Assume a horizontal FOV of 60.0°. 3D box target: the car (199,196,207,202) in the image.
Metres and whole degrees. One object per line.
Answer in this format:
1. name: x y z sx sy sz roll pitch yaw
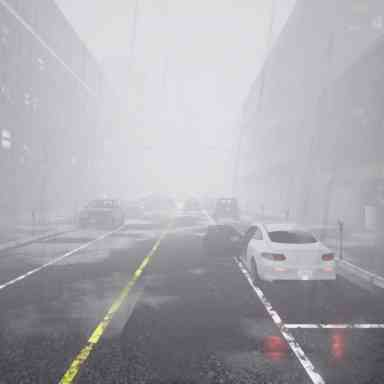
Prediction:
1. car: 2.690 1.744 84.174 1.802 1.307 4.206 0 0 0

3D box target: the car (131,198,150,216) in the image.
1. car: -5.686 1.582 32.966 2.008 1.369 4.403 0 0 0

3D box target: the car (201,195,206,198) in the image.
1. car: 2.692 1.656 55.724 1.802 1.307 4.206 0 0 0

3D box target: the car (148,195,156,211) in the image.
1. car: -5.686 1.480 38.656 1.967 1.590 4.097 0 0 0

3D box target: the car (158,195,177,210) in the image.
1. car: -3.101 1.556 44.941 1.837 1.490 4.892 0 0 0

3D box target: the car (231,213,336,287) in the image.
1. car: 2.352 1.529 9.224 1.812 1.442 4.674 0 0 0

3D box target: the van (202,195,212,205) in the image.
1. van: 2.693 1.430 61.413 1.690 1.788 3.998 0 0 0

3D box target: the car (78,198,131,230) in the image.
1. car: -5.684 1.330 21.585 2.192 1.841 5.009 0 0 0

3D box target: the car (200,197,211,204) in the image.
1. car: 2.691 1.650 67.104 1.887 1.381 4.507 0 0 0

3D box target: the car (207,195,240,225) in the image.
1. car: 2.696 1.338 27.274 2.192 1.841 5.009 0 0 0

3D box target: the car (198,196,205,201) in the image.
1. car: 2.689 1.786 95.554 1.802 1.307 4.206 0 0 0

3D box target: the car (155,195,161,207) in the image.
1. car: -5.686 1.376 50.036 2.192 1.841 5.009 0 0 0

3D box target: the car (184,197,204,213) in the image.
1. car: 0.076 1.604 38.366 1.994 1.385 4.181 0 0 0

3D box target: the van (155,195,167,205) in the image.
1. van: -5.687 1.430 61.414 1.690 1.788 3.998 0 0 0

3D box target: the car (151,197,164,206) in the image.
1. car: -5.688 1.599 55.557 1.752 1.417 4.829 0 0 0

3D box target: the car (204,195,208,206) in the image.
1. car: 2.694 1.480 38.654 1.967 1.590 4.097 0 0 0
